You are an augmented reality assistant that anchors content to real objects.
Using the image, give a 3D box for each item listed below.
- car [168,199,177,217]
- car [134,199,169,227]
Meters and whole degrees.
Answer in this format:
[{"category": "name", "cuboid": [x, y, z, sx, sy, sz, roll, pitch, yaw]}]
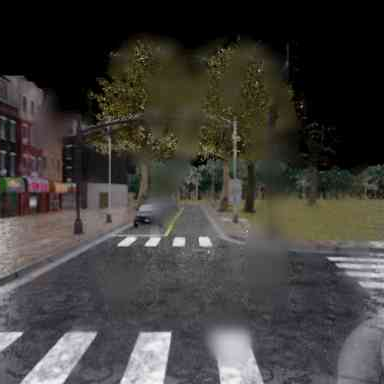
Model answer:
[{"category": "car", "cuboid": [-2.847, 1.555, 32.921, 1.882, 1.535, 5.008, 0, 0, 0]}, {"category": "car", "cuboid": [-2.858, 1.523, 23.327, 1.882, 1.535, 5.008, 0, 0, -1]}]
